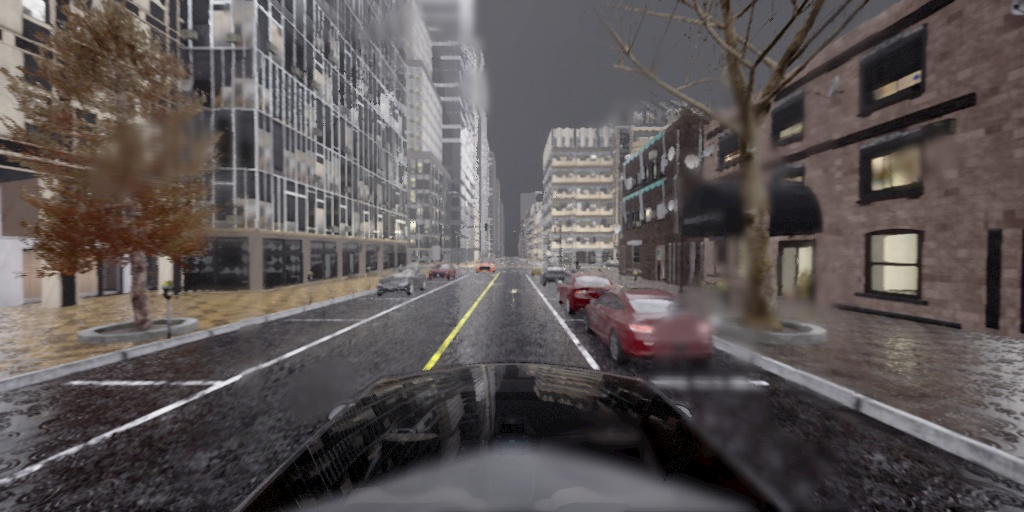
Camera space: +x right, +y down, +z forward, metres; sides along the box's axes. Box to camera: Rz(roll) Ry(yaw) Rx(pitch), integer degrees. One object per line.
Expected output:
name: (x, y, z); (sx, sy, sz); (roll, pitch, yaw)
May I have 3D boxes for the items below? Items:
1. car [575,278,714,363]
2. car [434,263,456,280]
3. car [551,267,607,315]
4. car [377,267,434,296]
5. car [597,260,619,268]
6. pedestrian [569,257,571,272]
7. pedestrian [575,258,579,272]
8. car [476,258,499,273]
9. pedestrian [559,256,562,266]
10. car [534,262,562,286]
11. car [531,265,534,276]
car: (2.724, 1.329, 7.868); (1.802, 1.307, 4.207); (0, 0, 0)
car: (-5.816, 1.283, 30.504); (1.888, 1.381, 4.507); (0, 0, 0)
car: (2.760, 1.290, 13.512); (1.888, 1.381, 4.507); (0, 0, 0)
car: (-5.791, 1.293, 19.215); (2.007, 1.370, 4.403); (0, 0, 0)
car: (16.319, 1.360, 59.226); (4.403, 1.370, 2.007); (0, 0, 1)
pedestrian: (7.143, 1.042, 44.412); (0.375, 1.860, 0.375); (-1, 1, 0)
pedestrian: (8.143, 1.071, 45.013); (0.375, 1.860, 0.375); (-1, 1, 0)
car: (-3.005, 1.085, 41.946); (2.097, 1.767, 4.553); (0, 0, 0)
pedestrian: (6.143, 0.885, 45.611); (0.375, 1.860, 0.375); (-1, 1, 0)
car: (2.823, 1.290, 24.801); (2.007, 1.370, 4.403); (0, 0, 0)
car: (2.825, 1.261, 36.259); (1.751, 1.417, 4.829); (0, 0, 0)
